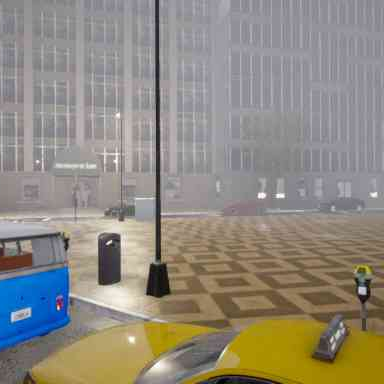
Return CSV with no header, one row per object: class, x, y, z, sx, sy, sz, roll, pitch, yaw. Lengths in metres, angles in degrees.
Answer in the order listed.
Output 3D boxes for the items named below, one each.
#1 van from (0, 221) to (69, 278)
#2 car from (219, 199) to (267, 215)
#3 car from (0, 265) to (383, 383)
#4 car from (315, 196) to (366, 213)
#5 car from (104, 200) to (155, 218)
van,-3.705,1.343,5.358,3.998,1.788,1.690,0,0,35
car,4.569,1.320,29.911,4.181,1.385,1.994,0,0,-14
car,0.667,1.525,2.250,4.829,1.417,1.752,0,0,35
car,14.428,1.191,32.355,4.892,1.490,1.837,0,0,-14
car,-5.144,1.396,27.485,4.181,1.385,1.994,0,0,-14
